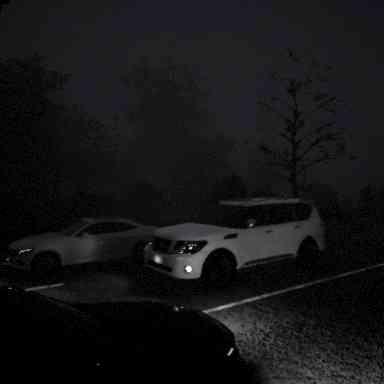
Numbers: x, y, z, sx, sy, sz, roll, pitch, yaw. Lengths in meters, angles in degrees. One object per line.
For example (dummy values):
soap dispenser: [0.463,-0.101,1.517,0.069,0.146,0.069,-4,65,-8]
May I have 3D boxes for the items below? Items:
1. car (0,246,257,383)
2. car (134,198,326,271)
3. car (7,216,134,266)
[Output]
car: [-1.645,1.525,2.574,4.674,1.442,1.812,0,0,-35]
car: [1.452,1.203,9.325,5.566,2.045,2.150,0,0,-35]
car: [-3.097,1.516,10.380,4.674,1.442,1.812,0,0,-36]
